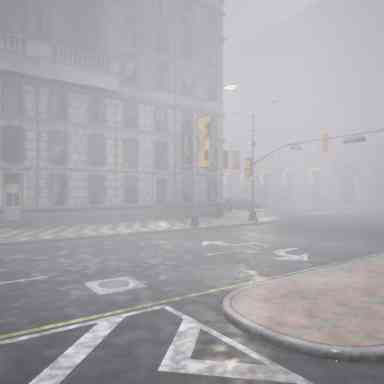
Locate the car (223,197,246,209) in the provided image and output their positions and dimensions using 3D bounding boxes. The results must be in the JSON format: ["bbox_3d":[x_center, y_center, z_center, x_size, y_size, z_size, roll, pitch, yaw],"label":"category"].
[{"bbox_3d":[4.495,1.505,44.335,1.837,1.490,4.892,0,0,-36],"label":"car"}]

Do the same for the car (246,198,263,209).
[{"bbox_3d":[7.371,1.547,46.323,2.033,1.411,5.357,0,0,-36],"label":"car"}]
